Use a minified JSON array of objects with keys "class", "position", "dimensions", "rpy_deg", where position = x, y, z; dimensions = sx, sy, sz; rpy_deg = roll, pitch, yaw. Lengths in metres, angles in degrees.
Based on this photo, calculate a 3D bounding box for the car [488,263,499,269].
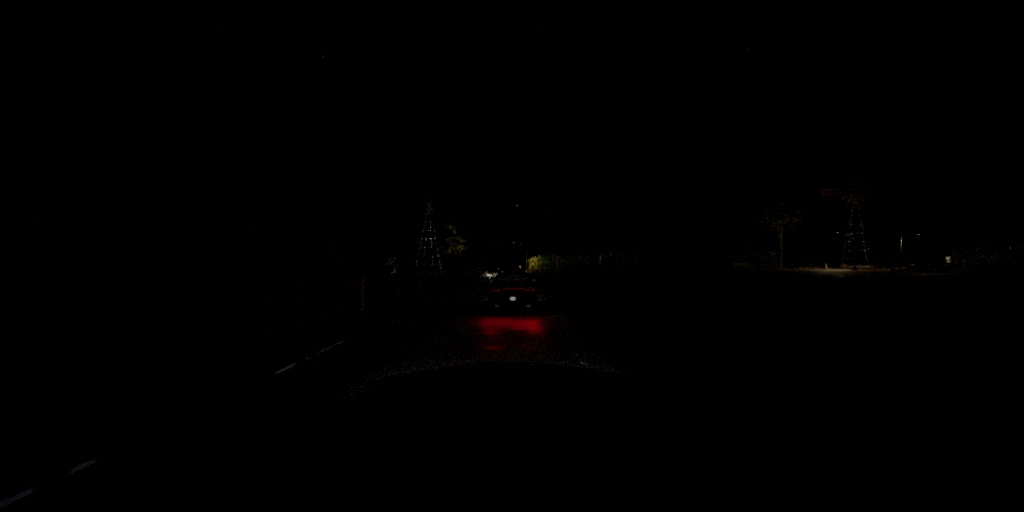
[{"class":"car","position":[-2.810,2.113,59.167],"dimensions":[2.097,1.767,4.553],"rpy_deg":[0,-1,1]}]

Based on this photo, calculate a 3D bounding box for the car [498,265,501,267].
[{"class":"car","position":[0.037,1.631,29.243],"dimensions":[1.837,1.490,4.892],"rpy_deg":[0,-1,1]}]

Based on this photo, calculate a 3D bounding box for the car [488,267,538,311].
[{"class":"car","position":[0.049,1.396,15.352],"dimensions":[1.882,1.535,5.008],"rpy_deg":[0,0,0]}]
